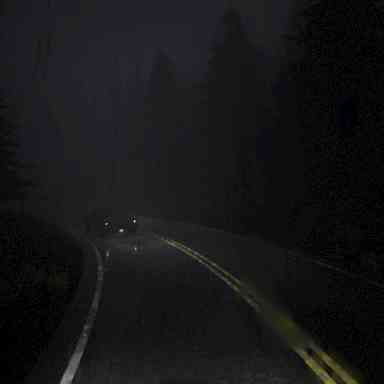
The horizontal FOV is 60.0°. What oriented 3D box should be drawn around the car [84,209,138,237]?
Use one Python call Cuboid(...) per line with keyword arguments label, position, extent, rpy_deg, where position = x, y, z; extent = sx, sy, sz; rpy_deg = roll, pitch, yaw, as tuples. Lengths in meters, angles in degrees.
Cuboid(label="car", position=(-4.601, 1.622, 18.467), extent=(1.895, 1.301, 4.718), rpy_deg=(-3, 1, -29))
